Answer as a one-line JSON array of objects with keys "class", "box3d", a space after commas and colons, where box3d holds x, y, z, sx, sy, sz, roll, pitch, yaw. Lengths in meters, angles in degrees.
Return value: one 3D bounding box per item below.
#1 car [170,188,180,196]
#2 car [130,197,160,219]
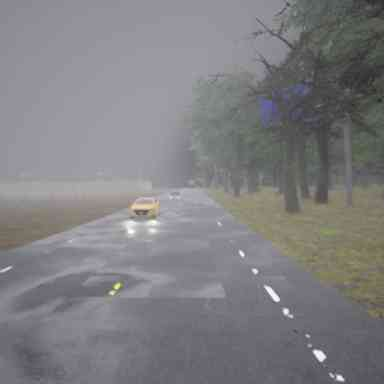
[{"class": "car", "box3d": [-3.512, 0.023, 68.297, 1.882, 1.535, 5.008, 0, 2, 0]}, {"class": "car", "box3d": [-3.603, 1.156, 26.109, 1.882, 1.535, 5.008, 0, 1, 0]}]
